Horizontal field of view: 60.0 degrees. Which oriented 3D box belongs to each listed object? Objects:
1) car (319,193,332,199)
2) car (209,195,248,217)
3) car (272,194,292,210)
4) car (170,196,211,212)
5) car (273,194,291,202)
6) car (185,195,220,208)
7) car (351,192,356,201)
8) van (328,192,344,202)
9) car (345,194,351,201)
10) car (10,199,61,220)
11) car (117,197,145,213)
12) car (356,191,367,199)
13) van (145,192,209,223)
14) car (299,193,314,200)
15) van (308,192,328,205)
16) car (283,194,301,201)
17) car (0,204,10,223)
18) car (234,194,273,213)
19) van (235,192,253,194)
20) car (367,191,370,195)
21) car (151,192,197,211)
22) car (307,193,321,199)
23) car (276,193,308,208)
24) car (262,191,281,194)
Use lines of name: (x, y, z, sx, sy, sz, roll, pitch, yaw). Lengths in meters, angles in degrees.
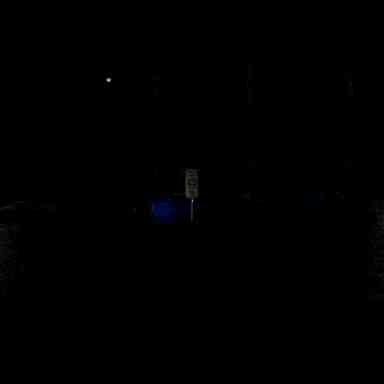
car: (34.683, 0.956, 86.448, 2.008, 1.369, 4.403, 0, 0, 35)
car: (2.265, 1.163, 25.746, 1.947, 1.339, 4.313, 0, 0, 35)
car: (8.509, 1.147, 34.591, 1.802, 1.307, 4.206, 0, 0, 35)
car: (-0.104, 1.135, 32.554, 1.994, 1.385, 4.181, 0, 0, 35)
car: (16.422, 1.003, 60.580, 1.752, 1.417, 4.829, 0, 0, 35)
car: (1.268, 1.099, 39.116, 2.008, 1.369, 4.403, 0, 0, 35)
car: (30.363, 1.033, 65.547, 1.947, 1.339, 4.313, 0, 0, 35)
van: (24.119, 0.834, 56.701, 1.690, 1.788, 3.998, 0, 0, 35)
car: (27.339, 1.005, 61.263, 1.752, 1.417, 4.829, 0, 0, 35)
car: (-11.038, 1.139, 21.695, 1.752, 1.417, 4.829, 0, 0, 35)
car: (-4.833, 1.124, 30.474, 1.887, 1.381, 4.507, 0, 0, 35)
car: (38.767, 0.985, 77.450, 2.008, 1.369, 4.403, 0, 0, 35)
van: (-0.856, 0.955, 21.323, 1.690, 1.788, 3.998, 0, 0, 35)
car: (25.263, 0.992, 73.105, 2.008, 1.369, 4.403, 0, 0, 35)
van: (17.875, 0.862, 47.856, 1.690, 1.788, 3.998, 0, 0, 35)
car: (19.570, 1.015, 65.040, 2.008, 1.369, 4.403, 0, 0, 35)
car: (-10.205, 1.135, 12.869, 1.882, 1.535, 5.008, 0, 0, 35)
car: (5.387, 1.125, 30.168, 1.887, 1.381, 4.507, 0, 0, 35)
van: (7.369, 0.860, 47.756, 1.690, 1.788, 3.998, 0, 0, 35)
car: (41.646, 0.975, 81.529, 2.008, 1.369, 4.403, 0, 0, 35)
car: (-1.782, 0.879, 34.794, 2.192, 1.841, 5.009, 0, 0, 35)
car: (28.403, 0.974, 77.552, 1.887, 1.381, 4.507, 0, 0, 35)
car: (11.631, 1.100, 39.013, 2.008, 1.369, 4.403, 0, 0, 35)
car: (11.445, 0.797, 48.744, 2.150, 2.045, 5.566, 0, 0, 35)
